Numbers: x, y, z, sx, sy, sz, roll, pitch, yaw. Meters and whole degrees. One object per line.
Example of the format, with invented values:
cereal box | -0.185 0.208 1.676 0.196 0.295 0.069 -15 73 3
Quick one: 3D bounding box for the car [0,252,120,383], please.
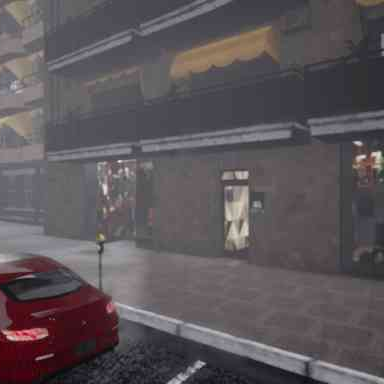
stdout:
car | -2.867 1.577 4.924 4.206 1.307 1.802 0 0 36
